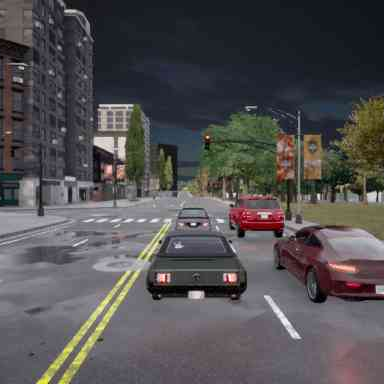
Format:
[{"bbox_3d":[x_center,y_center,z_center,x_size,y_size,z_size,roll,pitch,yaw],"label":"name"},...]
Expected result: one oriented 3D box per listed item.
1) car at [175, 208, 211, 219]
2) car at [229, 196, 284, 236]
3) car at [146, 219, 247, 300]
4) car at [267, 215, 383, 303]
[{"bbox_3d":[0.060,1.543,17.916,2.033,1.411,5.357,0,0,0],"label":"car"},{"bbox_3d":[3.309,1.217,17.877,2.150,2.045,5.566,0,0,0],"label":"car"},{"bbox_3d":[0.081,1.599,8.324,1.895,1.301,4.718,0,0,0],"label":"car"},{"bbox_3d":[3.334,1.524,8.065,1.812,1.442,4.674,0,0,0],"label":"car"}]
